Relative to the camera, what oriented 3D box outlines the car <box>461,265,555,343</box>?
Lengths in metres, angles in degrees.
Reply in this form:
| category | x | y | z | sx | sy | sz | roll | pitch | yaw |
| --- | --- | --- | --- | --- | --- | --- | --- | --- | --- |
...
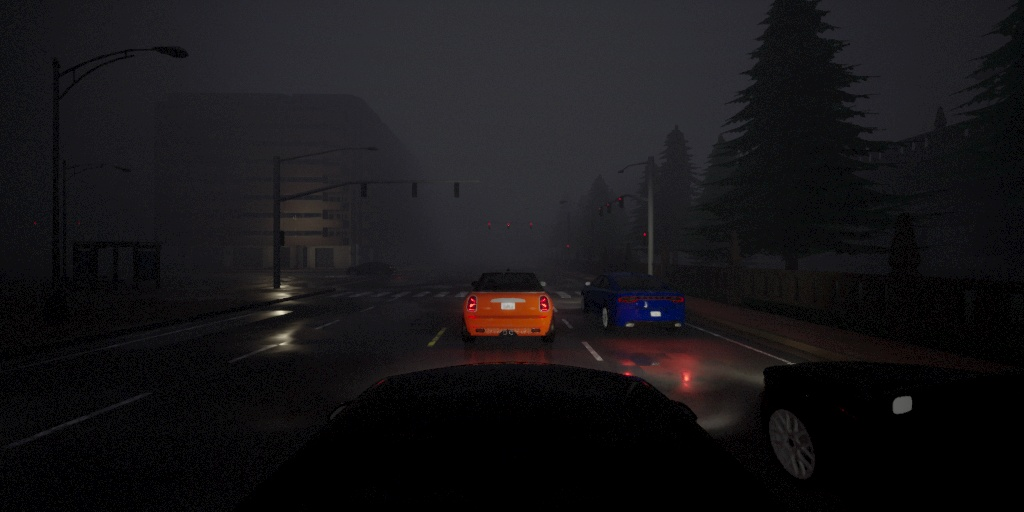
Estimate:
| category | x | y | z | sx | sy | sz | roll | pitch | yaw |
| --- | --- | --- | --- | --- | --- | --- | --- | --- | --- |
| car | -0.083 | 1.102 | 9.878 | 2.097 | 1.767 | 4.553 | 0 | 0 | 0 |

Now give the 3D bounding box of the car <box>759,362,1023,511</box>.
| category | x | y | z | sx | sy | sz | roll | pitch | yaw |
| --- | --- | --- | --- | --- | --- | --- | --- | --- | --- |
| car | 3.288 | 1.228 | 1.500 | 1.882 | 1.535 | 5.008 | 0 | 0 | 3 |

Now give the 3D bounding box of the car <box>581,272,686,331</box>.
| category | x | y | z | sx | sy | sz | roll | pitch | yaw |
| --- | --- | --- | --- | --- | --- | --- | --- | --- | --- |
| car | 3.416 | 1.228 | 11.023 | 1.882 | 1.535 | 5.008 | 0 | 0 | 0 |

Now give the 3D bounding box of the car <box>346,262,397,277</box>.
| category | x | y | z | sx | sy | sz | roll | pitch | yaw |
| --- | --- | --- | --- | --- | --- | --- | --- | --- | --- |
| car | -14.075 | 1.307 | 35.834 | 4.892 | 1.490 | 1.837 | 0 | 0 | 4 |
